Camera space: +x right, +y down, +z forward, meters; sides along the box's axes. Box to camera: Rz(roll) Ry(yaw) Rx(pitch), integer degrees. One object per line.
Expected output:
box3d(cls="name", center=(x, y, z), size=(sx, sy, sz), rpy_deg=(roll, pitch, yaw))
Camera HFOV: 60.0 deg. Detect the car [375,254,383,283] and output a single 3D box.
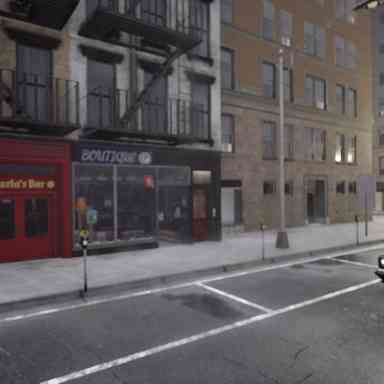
box3d(cls="car", center=(6.326, 1.598, 7.845), size=(4.718, 1.301, 1.895), rpy_deg=(0, 0, -35))
